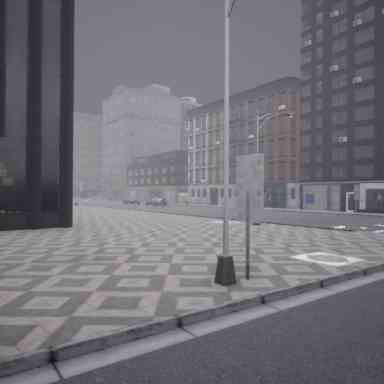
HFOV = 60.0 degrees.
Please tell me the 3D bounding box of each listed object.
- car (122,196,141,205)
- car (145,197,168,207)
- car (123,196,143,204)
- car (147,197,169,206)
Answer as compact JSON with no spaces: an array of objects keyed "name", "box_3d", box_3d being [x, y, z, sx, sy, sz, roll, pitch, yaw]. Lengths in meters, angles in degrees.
[{"name":"car","box_3d":[-11.378,1.733,61.787,1.895,1.301,4.718,1,0,-36]},{"name":"car","box_3d":[-5.935,1.645,54.243,1.812,1.442,4.674,1,0,-36]},{"name":"car","box_3d":[-12.304,1.662,68.835,2.128,1.511,4.902,1,0,-36]},{"name":"car","box_3d":[-6.245,1.661,60.373,1.837,1.490,4.892,1,0,-36]}]
